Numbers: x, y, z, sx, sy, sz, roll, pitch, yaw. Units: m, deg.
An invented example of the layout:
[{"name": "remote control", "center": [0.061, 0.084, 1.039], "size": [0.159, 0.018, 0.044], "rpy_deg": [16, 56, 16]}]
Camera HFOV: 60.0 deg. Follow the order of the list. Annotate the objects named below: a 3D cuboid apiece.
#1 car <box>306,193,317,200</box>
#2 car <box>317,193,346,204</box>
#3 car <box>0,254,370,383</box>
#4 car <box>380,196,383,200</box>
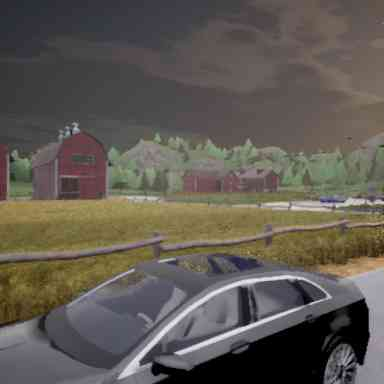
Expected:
[{"name": "car", "center": [30.835, 1.227, 83.294], "size": [1.932, 1.855, 4.605], "rpy_deg": [0, 0, -36]}, {"name": "car", "center": [27.303, 1.419, 64.330], "size": [2.242, 1.667, 4.611], "rpy_deg": [0, 0, -36]}, {"name": "car", "center": [-0.082, 1.496, 3.432], "size": [4.902, 1.511, 2.128], "rpy_deg": [0, 0, -35]}, {"name": "car", "center": [46.874, 1.224, 78.575], "size": [1.905, 1.878, 3.866], "rpy_deg": [0, 0, -36]}]
